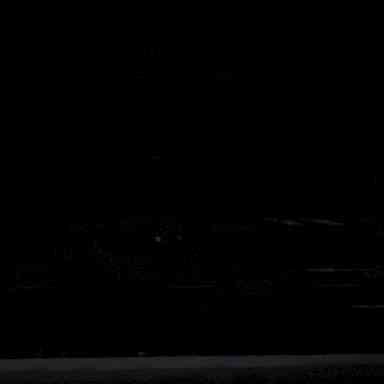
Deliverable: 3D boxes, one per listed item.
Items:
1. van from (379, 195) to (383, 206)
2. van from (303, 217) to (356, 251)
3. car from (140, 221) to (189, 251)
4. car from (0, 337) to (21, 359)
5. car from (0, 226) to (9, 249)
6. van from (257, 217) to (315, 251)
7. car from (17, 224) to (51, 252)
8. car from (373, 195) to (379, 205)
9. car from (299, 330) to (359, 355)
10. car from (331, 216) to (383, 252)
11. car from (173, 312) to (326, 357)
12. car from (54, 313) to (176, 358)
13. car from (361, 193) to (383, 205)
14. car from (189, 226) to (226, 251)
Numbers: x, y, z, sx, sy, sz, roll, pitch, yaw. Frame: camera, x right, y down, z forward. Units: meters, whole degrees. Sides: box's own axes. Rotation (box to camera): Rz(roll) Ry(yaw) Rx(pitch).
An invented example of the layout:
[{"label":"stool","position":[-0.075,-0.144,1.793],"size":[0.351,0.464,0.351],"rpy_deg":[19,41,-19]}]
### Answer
[{"label":"van","position":[33.242,1.535,53.863],"size":[4.442,1.987,1.878],"rpy_deg":[-1,4,-22]},{"label":"van","position":[9.498,3.044,24.872],"size":[1.878,1.987,4.442],"rpy_deg":[-1,3,-23]},{"label":"car","position":[-2.278,3.036,24.086],"size":[2.185,1.767,4.553],"rpy_deg":[0,3,-23]},{"label":"car","position":[-4.839,4.233,6.998],"size":[2.163,1.488,4.792],"rpy_deg":[-1,5,-23]},{"label":"car","position":[-14.163,3.036,23.514],"size":[1.946,1.575,5.366],"rpy_deg":[-1,3,-23]},{"label":"van","position":[6.544,3.016,24.695],"size":[1.878,1.987,4.442],"rpy_deg":[-1,3,-23]},{"label":"car","position":[-11.112,3.108,23.507],"size":[2.163,1.488,4.792],"rpy_deg":[0,3,-23]},{"label":"car","position":[33.255,1.568,56.919],"size":[5.008,1.535,2.097],"rpy_deg":[-1,4,-22]},{"label":"car","position":[4.220,4.294,7.506],"size":[2.231,1.521,4.892],"rpy_deg":[-1,5,-23]},{"label":"car","position":[12.518,3.053,24.922],"size":[2.435,2.045,5.566],"rpy_deg":[0,3,-23]},{"label":"car","position":[1.204,4.136,7.359],"size":[2.185,1.767,4.553],"rpy_deg":[-1,5,-23]},{"label":"car","position":[-1.819,4.107,7.168],"size":[2.185,1.767,4.553],"rpy_deg":[-1,5,-23]},{"label":"car","position":[33.116,1.254,59.905],"size":[4.553,1.767,2.185],"rpy_deg":[-1,4,-22]},{"label":"car","position":[0.691,3.192,24.242],"size":[2.231,1.521,4.892],"rpy_deg":[-1,3,-24]}]
